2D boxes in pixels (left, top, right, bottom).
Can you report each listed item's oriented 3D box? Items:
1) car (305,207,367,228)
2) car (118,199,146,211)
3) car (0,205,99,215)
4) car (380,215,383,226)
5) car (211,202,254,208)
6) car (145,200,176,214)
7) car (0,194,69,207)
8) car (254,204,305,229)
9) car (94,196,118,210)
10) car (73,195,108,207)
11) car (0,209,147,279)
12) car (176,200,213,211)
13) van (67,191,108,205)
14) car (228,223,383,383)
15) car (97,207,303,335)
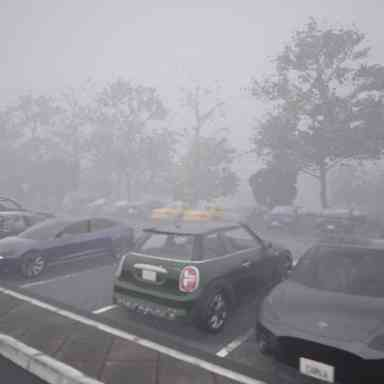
[{"bbox_3d":[8.090,1.528,17.974,2.097,1.535,5.008,0,0,36],"label":"car"},{"bbox_3d":[-3.072,1.386,26.129,2.163,1.488,4.792,2,1,36],"label":"car"},{"bbox_3d":[-6.217,1.464,12.202,2.231,1.521,4.892,1,1,36],"label":"car"},{"bbox_3d":[10.450,1.535,16.258,2.231,1.521,4.892,0,0,36],"label":"car"},{"bbox_3d":[3.561,1.520,21.236,2.163,1.488,4.792,1,1,36],"label":"car"},{"bbox_3d":[-0.721,1.408,24.614,1.946,1.575,5.366,1,1,36],"label":"car"},{"bbox_3d":[-8.449,1.167,13.867,2.435,2.045,5.566,1,1,36],"label":"car"},{"bbox_3d":[5.834,1.513,19.614,2.097,1.535,5.008,1,0,36],"label":"car"},{"bbox_3d":[-5.443,1.328,27.820,2.002,1.452,4.674,2,1,36],"label":"car"},{"bbox_3d":[-7.695,1.257,29.457,2.002,1.452,4.674,2,1,36],"label":"car"},{"bbox_3d":[-3.983,1.528,10.550,2.163,1.488,4.792,1,0,36],"label":"car"},{"bbox_3d":[1.540,1.454,22.971,1.946,1.575,5.366,1,1,36],"label":"car"},{"bbox_3d":[-9.927,0.924,30.920,1.878,1.987,4.442,2,2,36],"label":"van"},{"bbox_3d":[2.788,1.569,5.629,2.163,1.488,4.792,0,0,36],"label":"car"},{"bbox_3d":[0.532,1.409,7.266,2.185,1.767,4.553,0,0,36],"label":"car"}]
